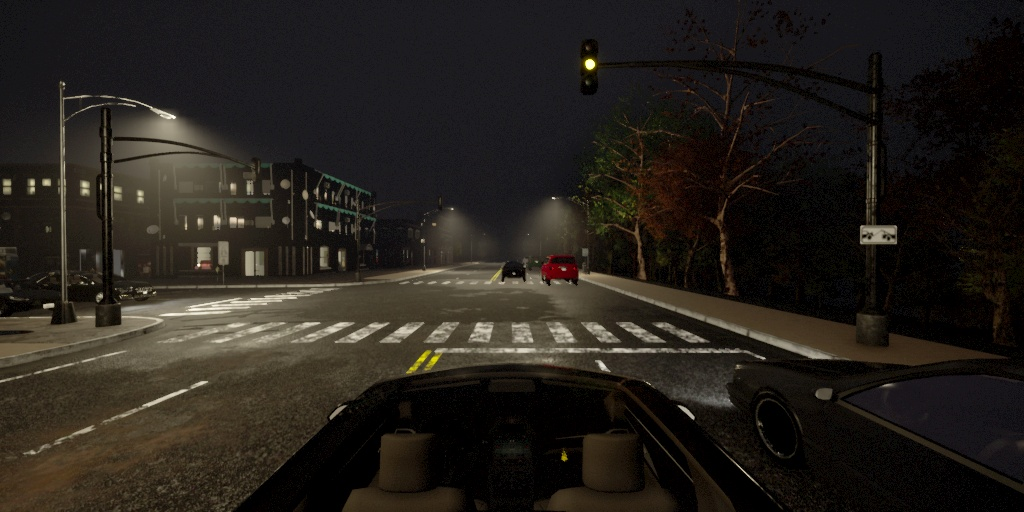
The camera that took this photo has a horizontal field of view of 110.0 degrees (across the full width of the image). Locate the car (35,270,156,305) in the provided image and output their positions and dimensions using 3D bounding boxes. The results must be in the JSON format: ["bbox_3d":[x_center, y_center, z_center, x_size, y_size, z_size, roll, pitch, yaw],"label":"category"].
[{"bbox_3d":[-19.320,1.469,16.435,4.892,1.490,1.837,-1,1,-2],"label":"car"}]

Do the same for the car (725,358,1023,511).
[{"bbox_3d":[3.326,1.297,1.762,2.033,1.411,5.357,0,0,3],"label":"car"}]

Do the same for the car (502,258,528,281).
[{"bbox_3d":[0.143,1.218,30.239,1.882,1.535,5.008,0,0,0],"label":"car"}]

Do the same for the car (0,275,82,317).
[{"bbox_3d":[-19.930,1.564,13.755,4.313,1.339,1.948,0,0,0],"label":"car"}]

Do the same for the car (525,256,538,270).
[{"bbox_3d":[3.428,0.952,52.400,2.150,2.045,5.566,0,0,0],"label":"car"}]

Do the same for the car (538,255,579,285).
[{"bbox_3d":[3.386,0.964,26.038,2.150,2.045,5.566,0,0,0],"label":"car"}]
